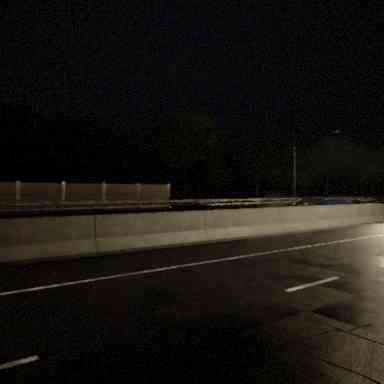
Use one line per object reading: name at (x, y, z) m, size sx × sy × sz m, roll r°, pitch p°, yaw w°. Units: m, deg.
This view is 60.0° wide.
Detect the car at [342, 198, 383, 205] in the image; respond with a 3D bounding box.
car at (17.478, 1.563, 33.625) m, size 4.181 × 1.385 × 1.994 m, roll 0°, pitch 0°, yaw -35°

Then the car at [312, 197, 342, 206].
car at (15.870, 1.477, 36.775) m, size 5.008 × 1.535 × 1.882 m, roll 0°, pitch 0°, yaw -35°

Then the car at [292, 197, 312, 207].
car at (14.091, 1.351, 39.801) m, size 4.553 × 1.767 × 2.097 m, roll 0°, pitch 0°, yaw -35°

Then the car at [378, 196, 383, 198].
car at (33.212, 1.502, 57.635) m, size 4.892 × 1.490 × 1.837 m, roll -1°, pitch 0°, yaw -35°

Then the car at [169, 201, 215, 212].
car at (0.014, 1.601, 34.084) m, size 4.718 × 1.301 × 1.895 m, roll 0°, pitch 0°, yaw -35°
